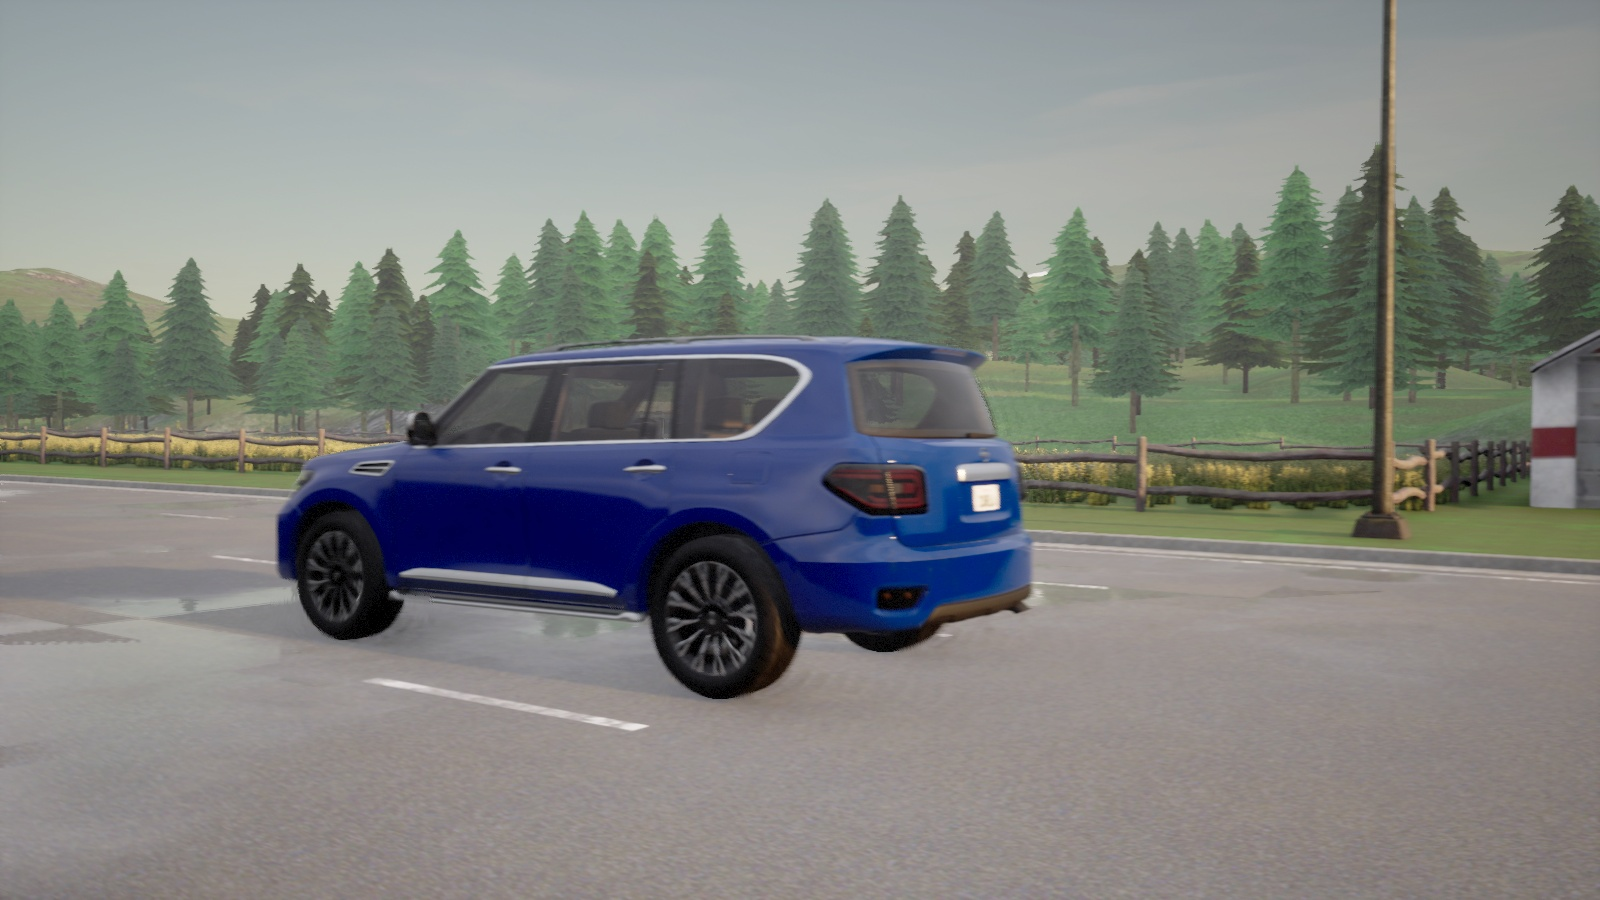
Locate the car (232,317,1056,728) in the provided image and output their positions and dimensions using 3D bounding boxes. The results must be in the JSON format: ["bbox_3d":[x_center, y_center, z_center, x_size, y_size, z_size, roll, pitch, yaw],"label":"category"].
[{"bbox_3d":[-1.284,0.343,8.673,5.566,2.045,2.150,0,1,34],"label":"car"}]
